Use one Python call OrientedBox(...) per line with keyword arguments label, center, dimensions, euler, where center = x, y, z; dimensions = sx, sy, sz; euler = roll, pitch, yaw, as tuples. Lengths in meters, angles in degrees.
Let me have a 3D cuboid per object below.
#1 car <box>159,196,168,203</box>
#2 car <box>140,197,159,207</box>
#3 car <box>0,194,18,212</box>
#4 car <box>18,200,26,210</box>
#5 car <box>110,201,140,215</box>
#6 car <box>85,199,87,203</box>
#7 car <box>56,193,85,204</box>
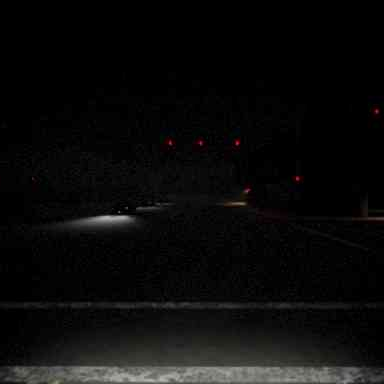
OrientedBox(label="car", center=(-6.071, 1.518, 68.956), dimensions=(1.882, 1.535, 5.008), euler=(0, 0, 2))
OrientedBox(label="car", center=(-6.706, 1.499, 50.437), dimensions=(1.882, 1.535, 5.008), euler=(0, 0, 2))
OrientedBox(label="car", center=(-21.347, 1.168, 35.017), dimensions=(4.605, 1.855, 1.932), euler=(0, 0, 0))
OrientedBox(label="car", center=(-21.281, 1.172, 37.911), dimensions=(3.866, 1.878, 1.905), euler=(0, 0, 0))
OrientedBox(label="car", center=(-7.029, 1.615, 34.513), dimensions=(1.895, 1.301, 4.718), euler=(0, 0, 1))
OrientedBox(label="car", center=(-21.221, 1.422, 60.430), dimensions=(3.806, 1.475, 1.970), euler=(0, 0, 0))
OrientedBox(label="car", center=(-21.243, 1.181, 57.535), dimensions=(3.866, 1.878, 1.905), euler=(0, 0, 0))
